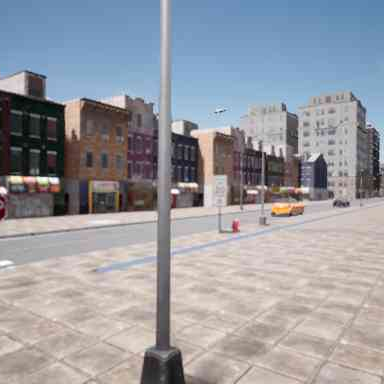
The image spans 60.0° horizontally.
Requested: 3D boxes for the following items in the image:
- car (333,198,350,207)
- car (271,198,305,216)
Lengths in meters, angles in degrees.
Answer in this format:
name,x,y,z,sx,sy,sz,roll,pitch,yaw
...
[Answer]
name,x,y,z,sx,sy,sz,roll,pitch,yaw
car,23.490,1.633,52.265,1.812,1.442,4.674,1,0,36
car,9.600,1.391,32.943,2.097,1.767,4.553,1,0,36
